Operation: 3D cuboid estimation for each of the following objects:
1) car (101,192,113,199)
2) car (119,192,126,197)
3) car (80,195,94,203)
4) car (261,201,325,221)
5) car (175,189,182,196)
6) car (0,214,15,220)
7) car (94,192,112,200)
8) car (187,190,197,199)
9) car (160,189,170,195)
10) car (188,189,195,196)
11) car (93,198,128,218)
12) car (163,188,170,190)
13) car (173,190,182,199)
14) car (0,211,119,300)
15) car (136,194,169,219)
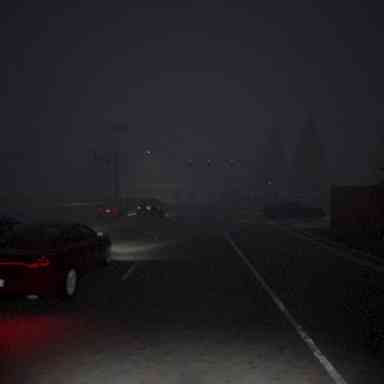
[{"bbox_3d":[-21.104,0.803,82.346,1.812,1.442,4.674,0,3,0],"label":"car"},{"bbox_3d":[-17.604,0.802,82.365,1.812,1.442,4.674,0,3,0],"label":"car"},{"bbox_3d":[-21.020,1.397,66.825,2.128,1.511,4.902,0,0,0],"label":"car"},{"bbox_3d":[7.947,1.431,26.111,5.008,1.535,1.882,0,-1,-10],"label":"car"},{"bbox_3d":[-3.652,0.187,91.150,1.895,1.301,4.718,0,7,0],"label":"car"},{"bbox_3d":[-6.921,1.471,11.373,2.128,1.511,4.902,0,0,0],"label":"car"},{"bbox_3d":[-17.520,1.227,66.871,2.097,1.767,4.553,0,0,0],"label":"car"},{"bbox_3d":[-0.095,0.652,80.711,2.150,2.045,5.566,0,3,0],"label":"car"},{"bbox_3d":[-7.097,0.882,81.074,1.882,1.535,5.008,0,3,0],"label":"car"},{"bbox_3d":[-0.152,0.136,91.133,2.033,1.411,5.357,0,7,0],"label":"car"},{"bbox_3d":[-6.909,1.512,29.284,1.994,1.385,4.181,0,0,0],"label":"car"},{"bbox_3d":[-7.152,-0.180,91.088,2.150,2.045,5.566,0,7,0],"label":"car"},{"bbox_3d":[-3.597,0.761,81.056,2.097,1.767,4.553,0,3,0],"label":"car"},{"bbox_3d":[-3.436,1.463,8.393,1.882,1.535,5.008,0,0,0],"label":"car"},{"bbox_3d":[-3.412,1.302,28.347,2.097,1.767,4.553,0,0,0],"label":"car"}]
